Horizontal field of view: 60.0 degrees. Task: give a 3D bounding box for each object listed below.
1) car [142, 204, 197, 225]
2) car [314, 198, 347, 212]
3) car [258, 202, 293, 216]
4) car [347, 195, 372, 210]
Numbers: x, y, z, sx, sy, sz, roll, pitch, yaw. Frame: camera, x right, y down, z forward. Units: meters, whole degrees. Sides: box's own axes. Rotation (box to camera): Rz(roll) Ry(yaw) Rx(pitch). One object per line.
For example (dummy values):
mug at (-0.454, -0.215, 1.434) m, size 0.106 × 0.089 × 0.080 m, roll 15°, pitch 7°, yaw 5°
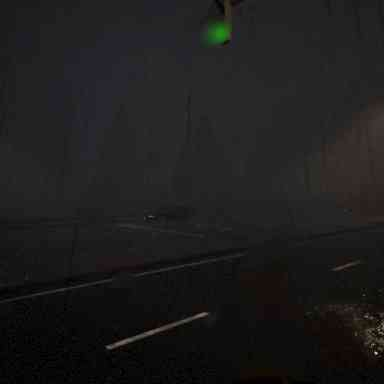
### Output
car at (-1.743, 1.745, 26.865) m, size 4.892 × 1.490 × 1.837 m, roll 1°, pitch -1°, yaw -41°
car at (17.821, 1.612, 43.386) m, size 4.553 × 1.767 × 2.097 m, roll 0°, pitch -1°, yaw -40°
car at (9.162, 1.778, 36.226) m, size 4.674 × 1.442 × 1.812 m, roll 0°, pitch -1°, yaw -40°
car at (24.508, 1.473, 48.985) m, size 5.566 × 2.045 × 2.150 m, roll 0°, pitch -1°, yaw -40°
